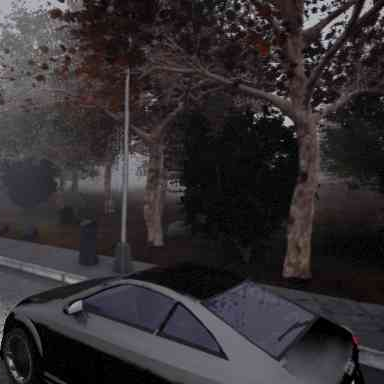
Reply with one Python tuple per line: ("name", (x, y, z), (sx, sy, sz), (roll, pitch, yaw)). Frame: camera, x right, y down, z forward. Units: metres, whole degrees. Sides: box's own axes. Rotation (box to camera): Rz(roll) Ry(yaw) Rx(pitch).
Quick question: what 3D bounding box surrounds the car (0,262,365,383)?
("car", (-0.368, 1.548, 3.826), (4.181, 1.385, 1.994), (0, 0, 36))
